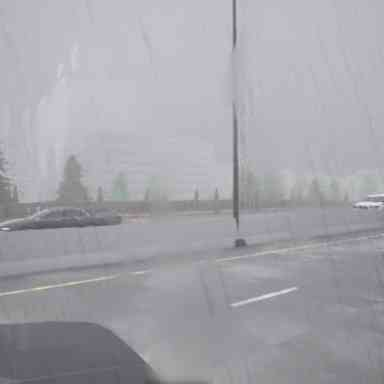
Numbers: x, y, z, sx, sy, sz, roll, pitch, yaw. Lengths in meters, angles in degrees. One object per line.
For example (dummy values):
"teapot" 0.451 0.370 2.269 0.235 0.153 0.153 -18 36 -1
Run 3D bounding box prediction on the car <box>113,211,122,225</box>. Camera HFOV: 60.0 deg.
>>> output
"car" -6.519 1.584 20.850 4.181 1.385 1.994 0 0 -36

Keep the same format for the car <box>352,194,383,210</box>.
"car" 15.869 1.228 28.270 5.566 2.045 2.150 0 0 -36

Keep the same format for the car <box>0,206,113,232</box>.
"car" -6.727 1.522 16.396 4.892 1.490 1.837 0 0 -36

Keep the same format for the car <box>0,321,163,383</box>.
"car" -2.731 1.551 1.816 5.357 1.411 2.033 0 0 -35
